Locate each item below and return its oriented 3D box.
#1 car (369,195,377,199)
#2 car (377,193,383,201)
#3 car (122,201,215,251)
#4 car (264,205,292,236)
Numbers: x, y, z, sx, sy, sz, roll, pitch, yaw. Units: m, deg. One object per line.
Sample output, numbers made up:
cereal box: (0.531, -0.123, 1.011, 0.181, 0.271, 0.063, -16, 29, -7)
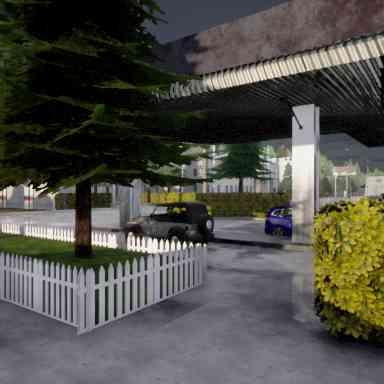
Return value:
car: (33.073, 1.298, 60.237, 2.007, 1.523, 4.514, 0, 0, 35)
car: (25.808, 1.077, 43.496, 1.905, 1.878, 3.866, 0, 0, 35)
car: (-0.947, 1.313, 13.813, 3.866, 1.878, 1.905, 0, 0, 35)
car: (5.854, 1.480, 15.962, 4.611, 1.667, 2.242, 0, 0, 35)
